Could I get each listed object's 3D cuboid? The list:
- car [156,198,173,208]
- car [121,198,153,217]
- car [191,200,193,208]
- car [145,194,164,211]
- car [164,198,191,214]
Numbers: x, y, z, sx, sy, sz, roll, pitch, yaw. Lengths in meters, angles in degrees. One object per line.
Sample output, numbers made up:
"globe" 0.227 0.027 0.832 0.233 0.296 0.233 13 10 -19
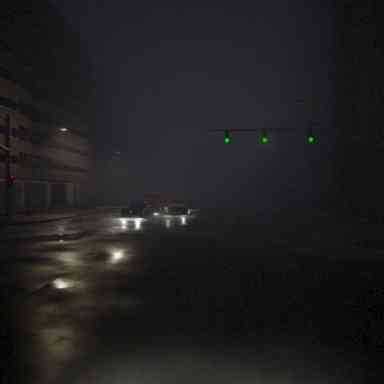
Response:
"car" -4.131 1.570 50.465 1.994 1.385 4.181 0 0 3
"car" -5.236 1.568 31.128 1.994 1.385 4.181 0 0 3
"car" -0.866 1.553 46.083 2.033 1.411 5.357 0 0 4
"car" -4.721 1.227 40.469 2.150 2.045 5.566 0 0 3
"car" -1.467 1.482 35.623 1.882 1.535 5.008 0 0 3
